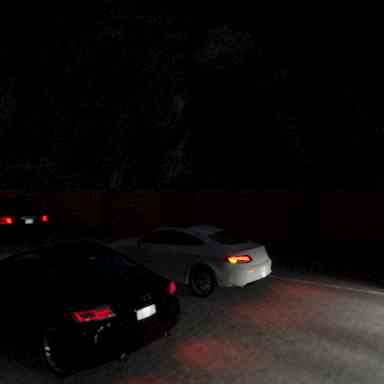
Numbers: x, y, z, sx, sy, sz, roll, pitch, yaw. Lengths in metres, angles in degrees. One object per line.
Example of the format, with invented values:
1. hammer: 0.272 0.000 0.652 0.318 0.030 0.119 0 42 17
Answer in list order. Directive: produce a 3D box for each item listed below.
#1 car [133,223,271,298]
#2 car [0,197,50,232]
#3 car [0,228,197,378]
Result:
1. car: -0.322 1.526 8.526 4.674 1.442 1.812 0 0 36
2. car: -8.410 1.222 14.307 5.566 2.045 2.150 0 0 36
3. car: -2.236 1.564 5.592 4.181 1.385 1.994 0 0 36
